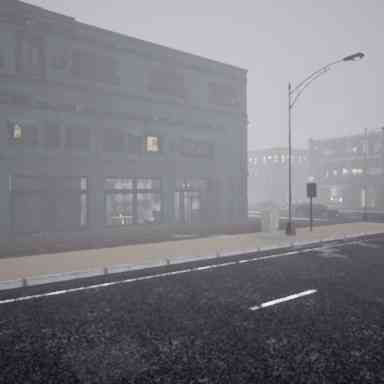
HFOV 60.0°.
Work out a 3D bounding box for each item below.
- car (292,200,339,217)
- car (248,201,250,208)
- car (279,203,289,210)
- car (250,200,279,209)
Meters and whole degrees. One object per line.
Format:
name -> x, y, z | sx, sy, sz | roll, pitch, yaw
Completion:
car -> 12.381, 1.805, 33.030 | 1.947, 1.339, 4.313 | -2, 0, -36
car -> 7.986, 1.955, 53.763 | 1.802, 1.307, 4.206 | -2, 0, -36
car -> 14.432, 1.799, 44.764 | 2.008, 1.369, 4.403 | -2, 0, -36
car -> 11.209, 1.893, 49.264 | 1.802, 1.307, 4.206 | -2, 0, -36
